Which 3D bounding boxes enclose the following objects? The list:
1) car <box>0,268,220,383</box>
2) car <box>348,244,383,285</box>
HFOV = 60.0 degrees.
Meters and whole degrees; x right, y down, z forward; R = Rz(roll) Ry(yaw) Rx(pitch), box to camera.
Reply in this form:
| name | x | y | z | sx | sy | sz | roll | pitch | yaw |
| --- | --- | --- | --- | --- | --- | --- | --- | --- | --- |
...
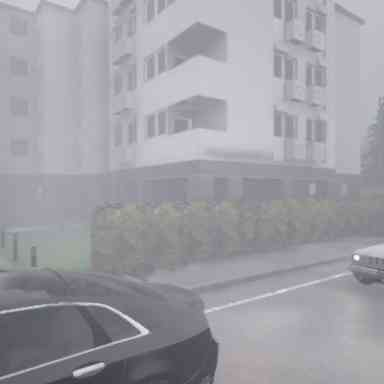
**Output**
| name | x | y | z | sx | sy | sz | roll | pitch | yaw |
| --- | --- | --- | --- | --- | --- | --- | --- | --- | --- |
| car | -1.998 | 1.508 | 2.566 | 4.892 | 1.490 | 1.837 | 0 | 0 | -36 |
| car | 5.894 | 1.559 | 8.182 | 4.718 | 1.301 | 1.895 | 0 | 0 | -35 |
